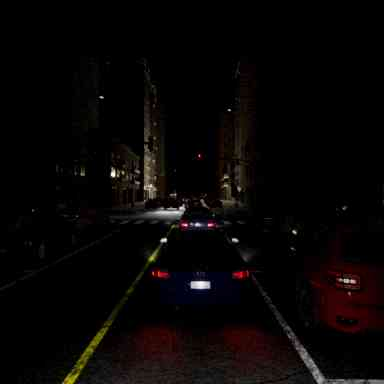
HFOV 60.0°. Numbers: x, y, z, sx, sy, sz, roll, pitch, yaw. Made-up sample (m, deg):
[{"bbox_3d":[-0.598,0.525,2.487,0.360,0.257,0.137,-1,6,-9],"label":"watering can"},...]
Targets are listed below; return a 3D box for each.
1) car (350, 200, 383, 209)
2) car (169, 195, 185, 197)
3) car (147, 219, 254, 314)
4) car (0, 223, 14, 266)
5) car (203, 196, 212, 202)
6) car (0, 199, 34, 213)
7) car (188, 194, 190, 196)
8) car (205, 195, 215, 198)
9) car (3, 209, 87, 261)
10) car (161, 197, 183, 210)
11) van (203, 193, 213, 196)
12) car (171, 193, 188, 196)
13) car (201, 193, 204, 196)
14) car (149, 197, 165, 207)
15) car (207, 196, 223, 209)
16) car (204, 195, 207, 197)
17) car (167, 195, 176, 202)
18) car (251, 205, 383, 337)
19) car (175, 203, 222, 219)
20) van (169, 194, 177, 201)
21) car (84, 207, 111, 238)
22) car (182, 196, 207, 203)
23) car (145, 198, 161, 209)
[{"bbox_3d":[16.217,1.520,31.879,4.553,1.767,2.097,0,-1,1],"label":"car"},{"bbox_3d":[-2.433,1.612,52.607,1.895,1.301,4.718,0,0,1],"label":"car"},{"bbox_3d":[0.175,1.565,7.712,1.994,1.385,4.181,0,0,1],"label":"car"},{"bbox_3d":[-5.776,1.526,6.534,1.752,1.417,4.829,1,0,1],"label":"car"},{"bbox_3d":[3.666,1.605,78.890,1.802,1.307,4.206,1,0,1],"label":"car"},{"bbox_3d":[-16.425,1.341,29.272,4.902,1.511,2.128,1,-1,1],"label":"car"},{"bbox_3d":[-2.085,1.560,72.847,2.033,1.411,5.357,0,0,1],"label":"car"},{"bbox_3d":[3.307,1.592,50.526,1.802,1.307,4.206,1,0,1],"label":"car"},{"bbox_3d":[-5.703,1.547,12.328,1.887,1.381,4.507,1,0,1],"label":"car"},{"bbox_3d":[-2.559,1.609,43.176,1.895,1.301,4.718,0,0,1],"label":"car"},{"bbox_3d":[3.453,1.355,61.872,1.690,1.788,3.998,1,0,1],"label":"van"},{"bbox_3d":[-2.283,1.367,62.248,2.097,1.767,4.553,0,0,1],"label":"car"},{"bbox_3d":[3.525,1.332,67.545,2.192,1.841,5.009,1,0,1],"label":"car"},{"bbox_3d":[-5.218,1.555,50.642,1.887,1.381,4.507,1,0,1],"label":"car"},{"bbox_3d":[3.235,1.591,44.853,1.802,1.307,4.206,1,0,1],"label":"car"},{"bbox_3d":[3.379,1.594,56.199,1.802,1.307,4.206,1,0,1],"label":"car"},{"bbox_3d":[-4.857,1.463,79.004,1.967,1.590,4.097,1,0,1],"label":"car"},{"bbox_3d":[2.753,1.316,6.587,2.192,1.841,5.009,1,0,1],"label":"car"},{"bbox_3d":[0.269,1.551,17.776,2.033,1.411,5.357,0,0,0],"label":"car"},{"bbox_3d":[-4.784,1.367,84.677,1.690,1.788,3.998,1,0,1],"label":"van"},{"bbox_3d":[-5.634,1.528,17.782,1.752,1.417,4.829,1,0,1],"label":"car"},{"bbox_3d":[0.232,1.557,39.276,2.033,1.411,5.357,0,0,-2],"label":"car"},{"bbox_3d":[-5.289,1.553,44.970,1.887,1.381,4.507,1,0,1],"label":"car"}]
